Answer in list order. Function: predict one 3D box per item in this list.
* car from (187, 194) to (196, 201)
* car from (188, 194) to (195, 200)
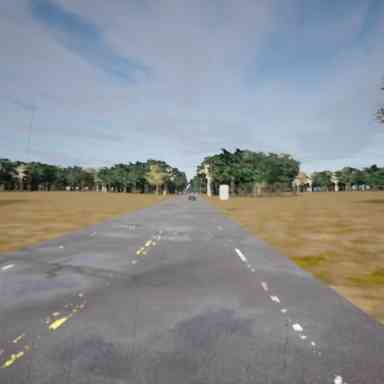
[{"bbox_3d":[-0.005,1.410,81.319,1.837,1.490,4.892,0,0,0],"label":"car"},{"bbox_3d":[-0.006,1.244,91.754,1.882,1.535,5.008,0,0,0],"label":"car"}]
